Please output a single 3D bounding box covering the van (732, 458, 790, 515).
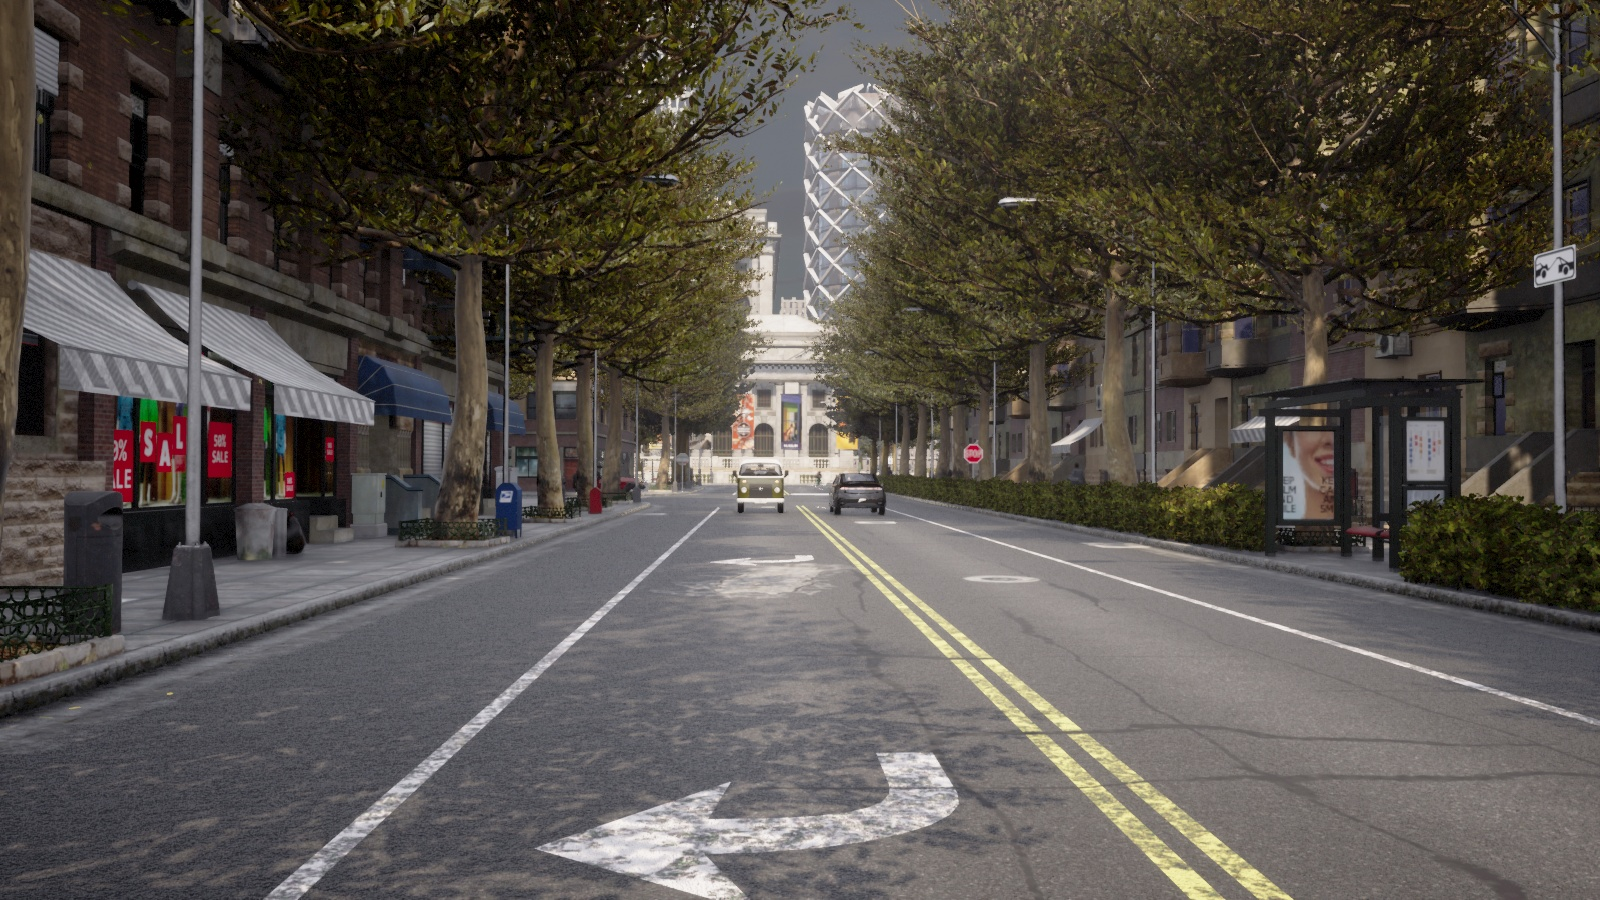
[{"bbox_3d":[-1.468,1.334,47.152,2.069,2.038,4.480,0,-1,-2],"label":"van"}]

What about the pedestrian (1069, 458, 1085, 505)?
[{"bbox_3d":[11.415,1.292,51.684,0.423,1.949,0.788,0,-1,-4],"label":"pedestrian"}]

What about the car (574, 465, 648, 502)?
[{"bbox_3d":[-9.996,1.766,66.561,3.866,1.878,1.905,0,-1,-8],"label":"car"}]

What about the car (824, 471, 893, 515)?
[{"bbox_3d":[2.073,1.532,45.919,2.128,1.511,4.902,0,-1,-2],"label":"car"}]
